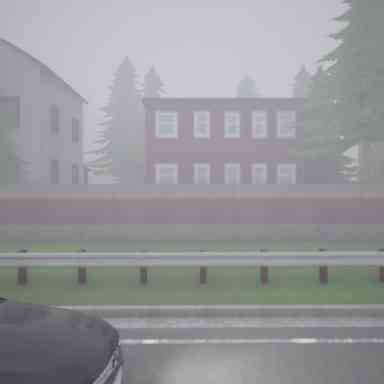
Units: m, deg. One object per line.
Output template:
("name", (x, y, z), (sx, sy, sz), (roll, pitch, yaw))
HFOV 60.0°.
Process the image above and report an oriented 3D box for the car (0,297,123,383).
("car", (-3.026, 1.527, 3.111), (4.674, 1.442, 1.812), (0, 0, 0))
